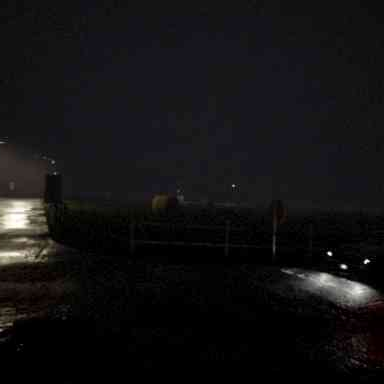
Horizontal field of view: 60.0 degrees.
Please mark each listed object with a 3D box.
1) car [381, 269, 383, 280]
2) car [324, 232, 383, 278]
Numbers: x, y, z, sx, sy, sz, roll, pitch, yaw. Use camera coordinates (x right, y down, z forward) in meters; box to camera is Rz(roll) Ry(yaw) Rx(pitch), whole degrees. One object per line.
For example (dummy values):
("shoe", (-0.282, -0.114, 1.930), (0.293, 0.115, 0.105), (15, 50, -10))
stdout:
("car", (7.408, 2.070, 8.689), (4.674, 1.442, 1.812), (4, -1, -25))
("car", (7.272, 2.149, 11.781), (5.357, 1.411, 2.033), (4, -1, -25))
